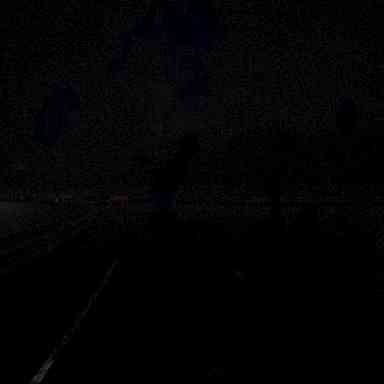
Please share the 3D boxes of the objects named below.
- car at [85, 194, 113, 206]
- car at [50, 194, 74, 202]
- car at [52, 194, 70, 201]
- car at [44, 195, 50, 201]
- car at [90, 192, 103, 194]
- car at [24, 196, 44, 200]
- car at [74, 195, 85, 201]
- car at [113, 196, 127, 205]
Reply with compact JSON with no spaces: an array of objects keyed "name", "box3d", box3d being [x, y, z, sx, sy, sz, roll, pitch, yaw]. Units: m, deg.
[{"name":"car","box3d":[-14.253,1.422,50.765,2.033,1.411,5.357,0,0,-32]},{"name":"car","box3d":[-26.354,1.468,67.291,1.895,1.301,4.718,-1,0,-44]},{"name":"car","box3d":[-32.659,1.322,83.023,5.008,1.535,1.882,0,0,38]},{"name":"car","box3d":[-35.303,1.463,80.685,4.718,1.301,1.895,0,0,38]},{"name":"car","box3d":[-21.053,1.052,71.856,2.150,2.045,5.566,-1,0,-44]},{"name":"car","box3d":[-37.543,1.485,77.994,4.718,1.301,1.895,0,0,38]},{"name":"car","box3d":[-24.102,1.376,70.008,2.128,1.511,4.902,-1,0,-44]},{"name":"car","box3d":[-12.163,1.328,54.048,1.882,1.535,5.008,0,1,-32]}]
